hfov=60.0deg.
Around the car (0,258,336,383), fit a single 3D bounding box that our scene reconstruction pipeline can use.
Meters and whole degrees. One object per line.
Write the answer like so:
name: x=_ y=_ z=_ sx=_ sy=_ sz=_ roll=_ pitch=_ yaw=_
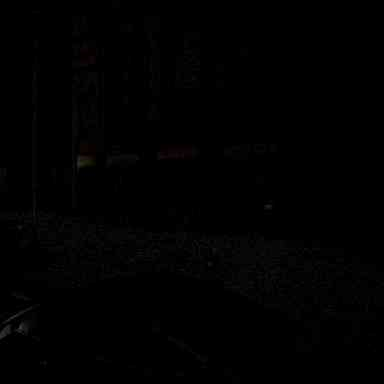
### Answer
car: x=-0.769 y=1.564 z=3.503 sx=4.313 sy=1.339 sz=1.947 roll=0 pitch=0 yaw=35
